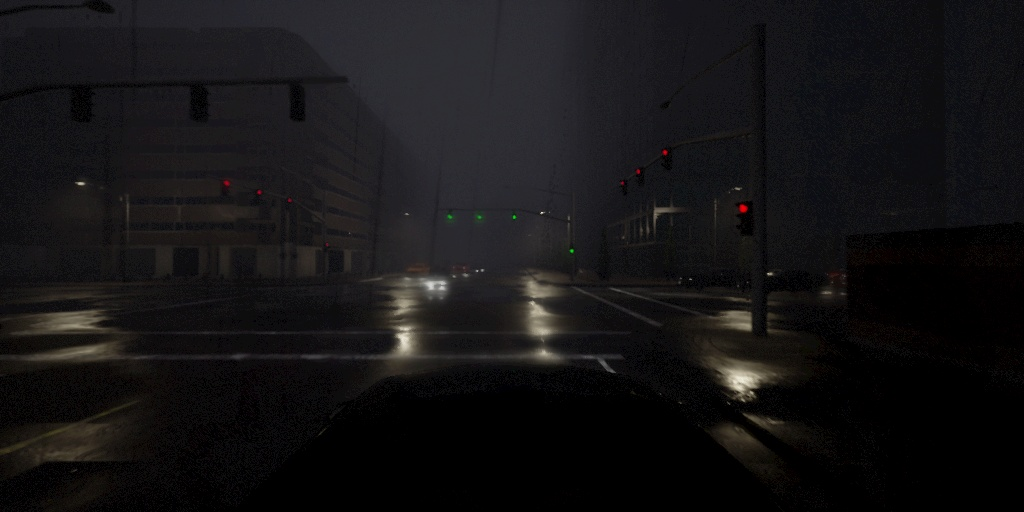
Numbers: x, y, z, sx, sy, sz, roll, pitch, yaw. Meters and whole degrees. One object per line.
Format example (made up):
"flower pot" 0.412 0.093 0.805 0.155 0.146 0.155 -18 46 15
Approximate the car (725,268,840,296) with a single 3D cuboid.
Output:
"car" 15.839 1.515 21.228 4.902 1.511 2.128 0 -1 0

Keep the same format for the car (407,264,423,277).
"car" -10.900 1.683 42.228 1.882 1.535 5.008 0 -1 1

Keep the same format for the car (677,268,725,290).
"car" 14.004 1.555 24.734 4.902 1.511 2.128 0 -1 0

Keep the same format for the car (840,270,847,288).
"car" 24.156 1.417 24.693 4.553 1.767 2.097 0 -1 0

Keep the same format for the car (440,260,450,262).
"car" -10.690 1.606 58.116 2.150 2.045 5.566 0 -1 1

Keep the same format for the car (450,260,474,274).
"car" -7.287 1.667 52.004 2.097 1.767 4.553 0 -1 1

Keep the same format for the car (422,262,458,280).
"car" -7.299 1.634 36.798 2.128 1.511 4.902 0 0 0
